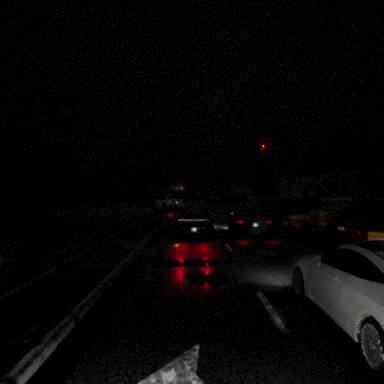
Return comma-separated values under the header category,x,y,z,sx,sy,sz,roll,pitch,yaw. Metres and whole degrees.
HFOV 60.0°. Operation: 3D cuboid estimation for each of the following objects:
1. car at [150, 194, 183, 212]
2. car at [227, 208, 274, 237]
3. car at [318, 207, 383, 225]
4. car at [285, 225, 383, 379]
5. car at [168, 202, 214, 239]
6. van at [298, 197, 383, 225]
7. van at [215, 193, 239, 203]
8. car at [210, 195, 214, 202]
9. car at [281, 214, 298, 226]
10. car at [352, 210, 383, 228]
category,x,y,z,sx,sy,sz,roll,pitch,yaw
car,-3.130,1.315,40.672,2.150,2.045,5.566,0,-1,-31
car,3.101,1.585,18.217,1.994,1.385,4.181,0,0,0
car,8.096,1.534,13.961,4.792,1.488,2.163,1,0,-20
car,3.101,1.526,5.371,1.812,1.442,4.674,0,0,0
car,0.101,1.510,17.493,2.128,1.511,4.902,0,0,0
van,7.964,1.283,16.888,4.442,1.987,1.878,1,0,-20
van,7.964,1.331,72.157,4.442,1.987,1.878,1,-1,-20
car,8.102,1.890,90.070,4.553,1.767,2.185,1,-1,-20
car,7.898,1.511,19.846,5.366,1.575,1.946,1,0,-20
car,8.244,1.498,11.031,5.366,1.575,1.946,1,0,-20
